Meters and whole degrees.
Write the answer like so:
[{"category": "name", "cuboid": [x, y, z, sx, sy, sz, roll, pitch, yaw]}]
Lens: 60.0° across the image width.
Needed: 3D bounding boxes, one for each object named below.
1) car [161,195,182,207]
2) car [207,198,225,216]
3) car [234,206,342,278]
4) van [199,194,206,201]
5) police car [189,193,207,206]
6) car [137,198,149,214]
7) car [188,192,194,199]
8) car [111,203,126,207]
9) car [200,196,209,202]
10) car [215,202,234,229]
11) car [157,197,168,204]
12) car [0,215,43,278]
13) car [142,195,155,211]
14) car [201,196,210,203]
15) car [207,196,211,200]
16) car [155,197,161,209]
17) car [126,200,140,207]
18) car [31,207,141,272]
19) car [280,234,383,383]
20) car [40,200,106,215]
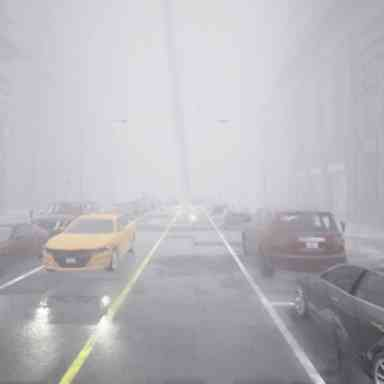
[{"category": "car", "cuboid": [-3.064, 1.569, 51.244, 2.033, 1.411, 5.357, 0, 0, 0]}, {"category": "car", "cuboid": [2.775, 1.558, 32.471, 1.887, 1.381, 4.507, 0, 0, 0]}, {"category": "car", "cuboid": [2.770, 1.319, 10.061, 2.192, 1.841, 5.009, 0, 0, 0]}, {"category": "van", "cuboid": [2.792, 1.384, 88.492, 1.690, 1.788, 3.998, 0, 0, 0]}, {"category": "police car", "cuboid": [0.916, 1.449, 54.272, 1.930, 1.638, 5.238, 0, 0, 0]}, {"category": "car", "cuboid": [-5.750, 1.580, 32.468, 1.947, 1.339, 4.313, 0, 0, 0]}, {"category": "car", "cuboid": [0.839, 1.252, 64.184, 2.150, 2.045, 5.566, 0, 0, -1]}, {"category": "car", "cuboid": [-5.753, 1.534, 21.094, 1.752, 1.417, 4.829, 0, 0, 0]}, {"category": "car", "cuboid": [2.788, 1.581, 77.288, 1.887, 1.381, 4.507, 0, 0, 0]}, {"category": "car", "cuboid": [2.772, 1.559, 21.266, 2.008, 1.369, 4.403, 0, 0, 0]}, {"category": "car", "cuboid": [-5.741, 1.613, 66.078, 1.802, 1.307, 4.206, 0, 0, 0]}, {"category": "car", "cuboid": [-5.757, 1.586, 10.060, 1.802, 1.307, 4.206, 0, 0, 0]}, {"category": "car", "cuboid": [-5.748, 1.456, 38.069, 1.967, 1.590, 4.097, 0, 0, 0]}, {"category": "car", "cuboid": [2.787, 1.559, 71.855, 1.752, 1.417, 4.829, 0, 0, 0]}, {"category": "car", "cuboid": [2.784, 1.467, 60.481, 1.967, 1.590, 4.097, 0, 0, 0]}, {"category": "car", "cuboid": [-5.746, 1.334, 43.671, 2.192, 1.841, 5.009, 0, 0, 0]}, {"category": "car", "cuboid": [-5.752, 1.562, 26.866, 2.008, 1.369, 4.403, 0, 0, 0]}, {"category": "car", "cuboid": [-3.096, 1.482, 11.002, 1.882, 1.535, 5.008, 0, 0, 0]}, {"category": "car", "cuboid": [2.767, 1.568, 4.460, 1.947, 1.339, 4.313, 0, 0, 0]}, {"category": "car", "cuboid": [-5.754, 1.322, 15.662, 2.192, 1.841, 5.009, 0, 0, 0]}]
